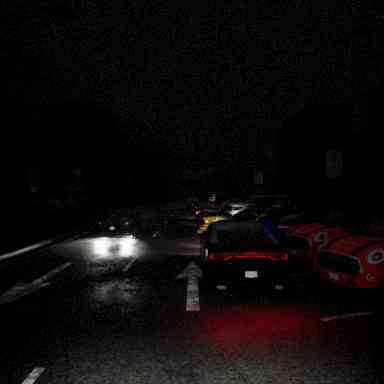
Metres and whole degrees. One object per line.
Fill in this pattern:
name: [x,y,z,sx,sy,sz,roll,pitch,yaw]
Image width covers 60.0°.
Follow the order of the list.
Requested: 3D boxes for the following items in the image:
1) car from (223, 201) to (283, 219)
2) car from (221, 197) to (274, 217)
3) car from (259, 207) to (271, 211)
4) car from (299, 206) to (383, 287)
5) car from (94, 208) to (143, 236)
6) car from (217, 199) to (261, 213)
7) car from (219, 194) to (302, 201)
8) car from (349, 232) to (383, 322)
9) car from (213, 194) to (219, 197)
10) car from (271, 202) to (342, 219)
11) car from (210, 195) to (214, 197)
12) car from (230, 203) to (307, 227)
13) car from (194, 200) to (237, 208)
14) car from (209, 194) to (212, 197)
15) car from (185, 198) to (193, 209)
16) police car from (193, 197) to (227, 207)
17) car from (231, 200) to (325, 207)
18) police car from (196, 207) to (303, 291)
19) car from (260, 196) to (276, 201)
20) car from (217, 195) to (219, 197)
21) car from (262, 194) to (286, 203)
car: [5.377,1.552,29.340,4.792,1.488,2.163,1,0,-20]
car: [5.383,1.405,32.354,4.553,1.767,2.185,1,0,-20]
car: [5.339,1.534,14.345,4.674,1.452,2.002,1,0,-20]
car: [5.355,1.363,8.348,4.553,1.767,2.185,1,0,-20]
car: [-3.895,1.577,18.235,1.994,1.385,4.181,0,0,0]
car: [5.436,1.591,38.363,4.674,1.452,2.002,1,0,-20]
car: [5.368,1.264,26.340,5.566,2.045,2.435,1,0,-20]
car: [5.286,1.516,5.328,4.792,1.488,2.163,1,0,-20]
car: [5.478,1.436,41.372,4.553,1.767,2.185,1,0,-20]
car: [5.365,1.366,11.349,4.553,1.767,2.185,1,0,-20]
car: [5.444,1.572,44.375,5.008,1.535,2.097,1,0,-20]
car: [5.350,1.538,23.338,4.792,1.488,2.163,1,0,-20]
car: [1.207,1.471,19.250,1.801,1.575,5.366,0,0,0]
car: [5.483,1.376,59.413,5.566,2.045,2.435,1,0,-20]
car: [0.100,1.574,47.140,1.882,1.535,5.008,0,0,1]
police car: [1.227,1.453,25.170,1.930,1.638,5.238,0,0,0]
car: [5.192,1.497,20.281,5.366,1.575,1.946,1,0,-20]
police car: [1.177,1.428,9.170,1.930,1.638,5.238,0,0,0]
car: [21.086,1.794,92.446,2.163,1.488,4.792,0,-1,-21]
car: [5.394,1.415,35.356,4.553,1.767,2.185,1,0,-20]
car: [18.467,1.445,75.390,2.435,2.045,5.566,0,0,-21]
